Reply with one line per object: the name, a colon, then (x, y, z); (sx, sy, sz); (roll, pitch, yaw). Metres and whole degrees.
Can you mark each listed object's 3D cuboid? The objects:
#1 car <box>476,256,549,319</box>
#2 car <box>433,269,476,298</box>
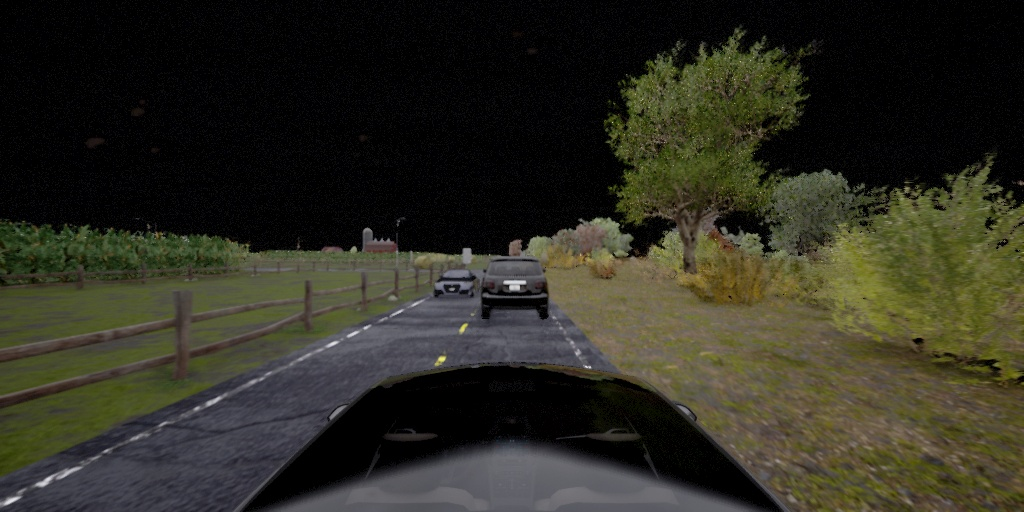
car: (0.097, 1.019, 13.229); (2.150, 2.045, 5.566); (0, 0, 0)
car: (-2.838, 1.383, 18.930); (1.994, 1.385, 4.181); (0, 0, 0)
